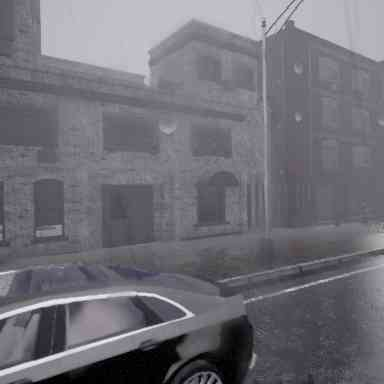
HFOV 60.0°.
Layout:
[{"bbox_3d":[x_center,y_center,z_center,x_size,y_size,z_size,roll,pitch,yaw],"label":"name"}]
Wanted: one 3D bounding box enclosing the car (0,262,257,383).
[{"bbox_3d":[-1.603,1.491,2.849,4.902,1.511,2.128,0,0,-36],"label":"car"}]
